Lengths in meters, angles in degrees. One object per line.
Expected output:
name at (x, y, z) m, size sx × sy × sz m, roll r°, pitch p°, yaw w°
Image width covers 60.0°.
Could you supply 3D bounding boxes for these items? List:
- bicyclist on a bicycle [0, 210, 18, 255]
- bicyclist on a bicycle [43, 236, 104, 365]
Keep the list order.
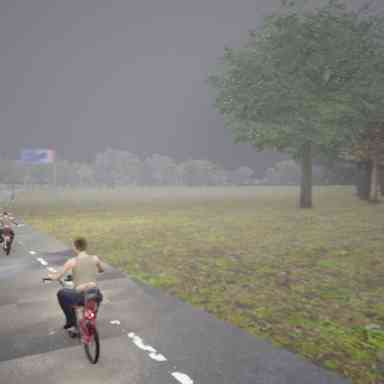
bicyclist on a bicycle at (-6.863, 1.463, 12.293) m, size 0.866 × 1.612 × 1.509 m, roll -2°, pitch 1°, yaw -34°
bicyclist on a bicycle at (-1.588, 1.422, 4.691) m, size 0.866 × 1.612 × 1.509 m, roll -1°, pitch 0°, yaw -35°
